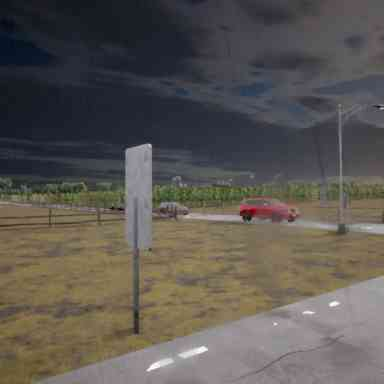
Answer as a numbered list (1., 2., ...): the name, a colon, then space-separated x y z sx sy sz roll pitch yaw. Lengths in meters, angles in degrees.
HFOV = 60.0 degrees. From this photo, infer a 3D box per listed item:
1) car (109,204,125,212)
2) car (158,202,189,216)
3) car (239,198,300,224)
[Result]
1. car: -11.596 2.532 53.604 1.895 1.301 4.718 0 -1 -35
2. car: -2.290 1.970 40.572 2.097 1.767 4.553 0 -1 -36
3. car: 6.466 1.552 28.421 2.150 2.045 5.566 0 -1 -36
